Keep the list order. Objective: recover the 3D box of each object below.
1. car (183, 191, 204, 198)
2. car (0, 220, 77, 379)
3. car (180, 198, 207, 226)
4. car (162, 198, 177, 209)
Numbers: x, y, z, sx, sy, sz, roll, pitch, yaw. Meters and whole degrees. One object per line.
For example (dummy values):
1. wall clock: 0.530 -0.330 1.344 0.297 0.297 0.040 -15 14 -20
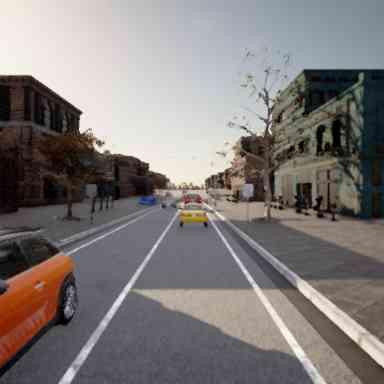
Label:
1. car: 0.102 1.229 42.129 2.150 2.045 5.566 0 -1 0
2. car: -3.100 1.350 4.061 2.097 1.767 4.553 0 0 0
3. car: 0.100 1.445 23.462 1.801 1.575 5.366 0 0 0
4. car: -3.079 1.544 45.563 2.128 1.511 4.902 0 -1 0
